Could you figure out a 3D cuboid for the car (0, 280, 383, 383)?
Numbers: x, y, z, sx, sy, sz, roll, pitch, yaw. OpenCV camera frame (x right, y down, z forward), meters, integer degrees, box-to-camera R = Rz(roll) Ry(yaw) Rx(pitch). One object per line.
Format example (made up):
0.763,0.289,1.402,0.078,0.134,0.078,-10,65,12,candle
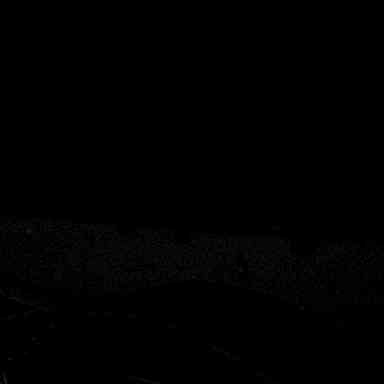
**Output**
-0.336,1.583,3.201,4.313,1.339,1.947,-1,0,35,car
